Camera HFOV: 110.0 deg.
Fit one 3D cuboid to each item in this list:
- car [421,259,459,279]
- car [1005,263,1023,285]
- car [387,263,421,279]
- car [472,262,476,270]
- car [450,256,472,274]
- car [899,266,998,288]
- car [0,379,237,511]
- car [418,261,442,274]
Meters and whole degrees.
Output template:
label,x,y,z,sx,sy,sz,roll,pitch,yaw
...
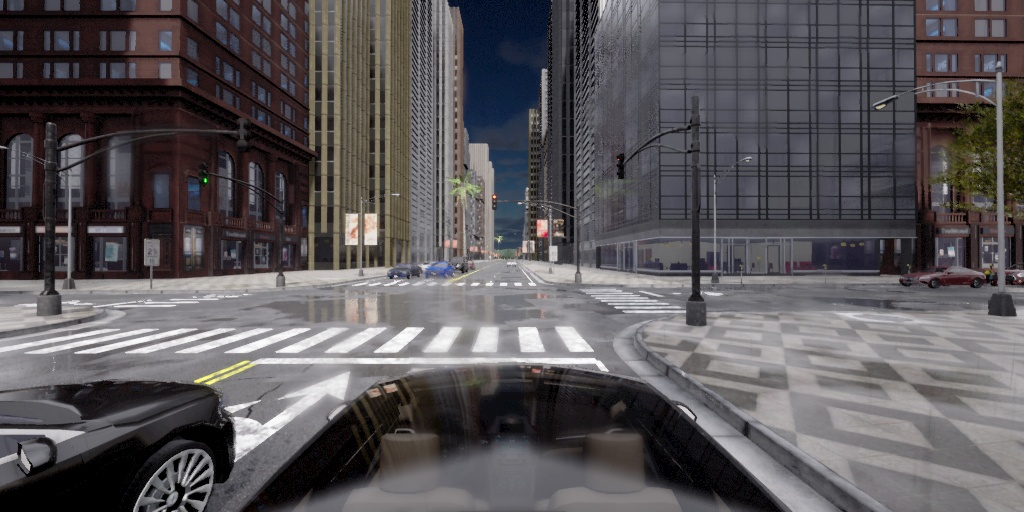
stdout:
label,x,y,z,sx,sy,sz,roll,pitch,yaw
car,-6.651,1.291,33.573,1.882,1.535,5.008,0,0,2
car,32.068,1.116,22.125,4.097,1.591,1.967,0,0,-1
car,-9.871,1.361,33.542,2.033,1.411,5.357,0,0,3
car,-6.670,1.412,54.244,1.812,1.442,4.674,0,0,0
car,-6.671,1.068,44.034,2.150,2.045,5.566,0,0,0
car,26.430,1.274,22.027,4.207,1.307,1.802,0,0,-1
car,-3.138,1.241,0.933,2.128,1.511,4.902,0,0,-1
car,-9.923,1.371,43.729,1.812,1.442,4.674,0,0,0
